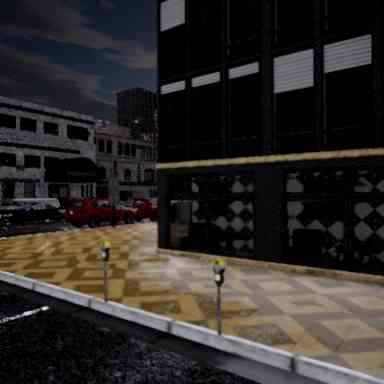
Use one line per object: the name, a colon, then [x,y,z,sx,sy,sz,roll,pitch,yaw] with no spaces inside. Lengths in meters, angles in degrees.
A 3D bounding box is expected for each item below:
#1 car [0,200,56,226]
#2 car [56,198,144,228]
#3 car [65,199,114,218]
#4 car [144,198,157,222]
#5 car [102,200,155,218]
car: [-11.524,1.556,24.297,2.128,1.511,4.902,0,0,35]
car: [-5.956,1.355,22.146,2.192,1.841,5.009,-1,-1,35]
car: [-9.595,1.540,31.497,1.967,1.590,4.097,-1,-1,35]
car: [-2.759,1.373,26.651,2.192,1.841,5.009,-1,-1,35]
car: [-6.045,1.587,32.021,2.128,1.511,4.902,0,0,35]
